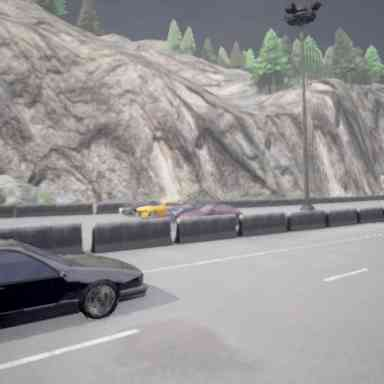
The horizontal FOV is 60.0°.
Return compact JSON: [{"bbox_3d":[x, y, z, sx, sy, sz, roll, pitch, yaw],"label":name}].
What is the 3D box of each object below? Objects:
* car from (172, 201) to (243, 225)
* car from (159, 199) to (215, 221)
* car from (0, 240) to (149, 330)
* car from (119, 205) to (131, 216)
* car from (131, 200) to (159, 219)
[{"bbox_3d":[1.316,1.513,22.024,4.674,1.442,1.812,0,0,-35],"label":"car"},{"bbox_3d":[0.202,1.337,25.515,4.553,1.767,2.097,0,0,-35],"label":"car"},{"bbox_3d":[-3.463,1.548,5.577,5.357,1.411,2.033,0,0,-35],"label":"car"},{"bbox_3d":[-4.330,1.481,30.886,4.902,1.511,2.128,0,0,-35],"label":"car"},{"bbox_3d":[-2.260,1.465,28.063,5.008,1.535,1.882,0,0,-35],"label":"car"}]
